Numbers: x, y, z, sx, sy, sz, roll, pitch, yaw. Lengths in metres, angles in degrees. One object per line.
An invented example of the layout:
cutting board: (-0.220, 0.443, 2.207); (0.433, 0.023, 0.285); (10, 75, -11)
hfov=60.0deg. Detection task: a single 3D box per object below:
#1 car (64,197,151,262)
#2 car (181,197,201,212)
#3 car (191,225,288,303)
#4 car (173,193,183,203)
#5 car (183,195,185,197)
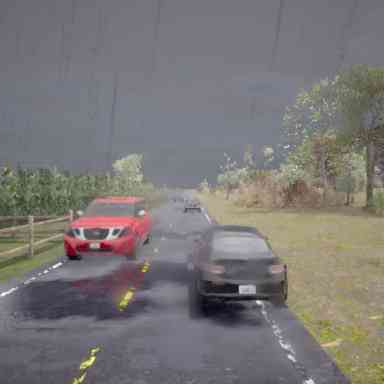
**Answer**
car: (-2.850, 1.221, 12.528); (2.150, 2.045, 5.566); (0, 0, 0)
car: (0.086, 1.533, 38.017); (2.033, 1.411, 5.357); (0, 0, 0)
car: (0.963, 1.527, 8.070); (1.812, 1.442, 4.674); (0, 0, 0)
car: (-2.752, 1.159, 68.812); (2.150, 2.045, 5.566); (0, 0, 0)
car: (0.018, 1.478, 48.640); (1.837, 1.490, 4.892); (0, 0, 0)
